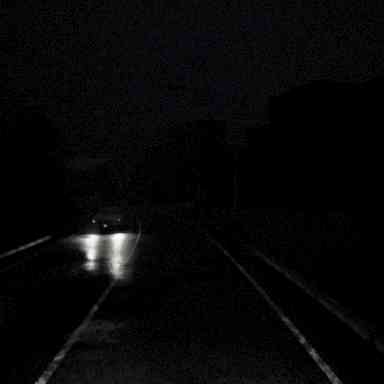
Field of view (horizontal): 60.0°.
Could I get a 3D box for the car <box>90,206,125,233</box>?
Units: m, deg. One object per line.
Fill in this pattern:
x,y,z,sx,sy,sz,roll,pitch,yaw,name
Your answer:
-5.186,1.623,20.867,1.812,1.442,4.674,-1,0,-9,car
